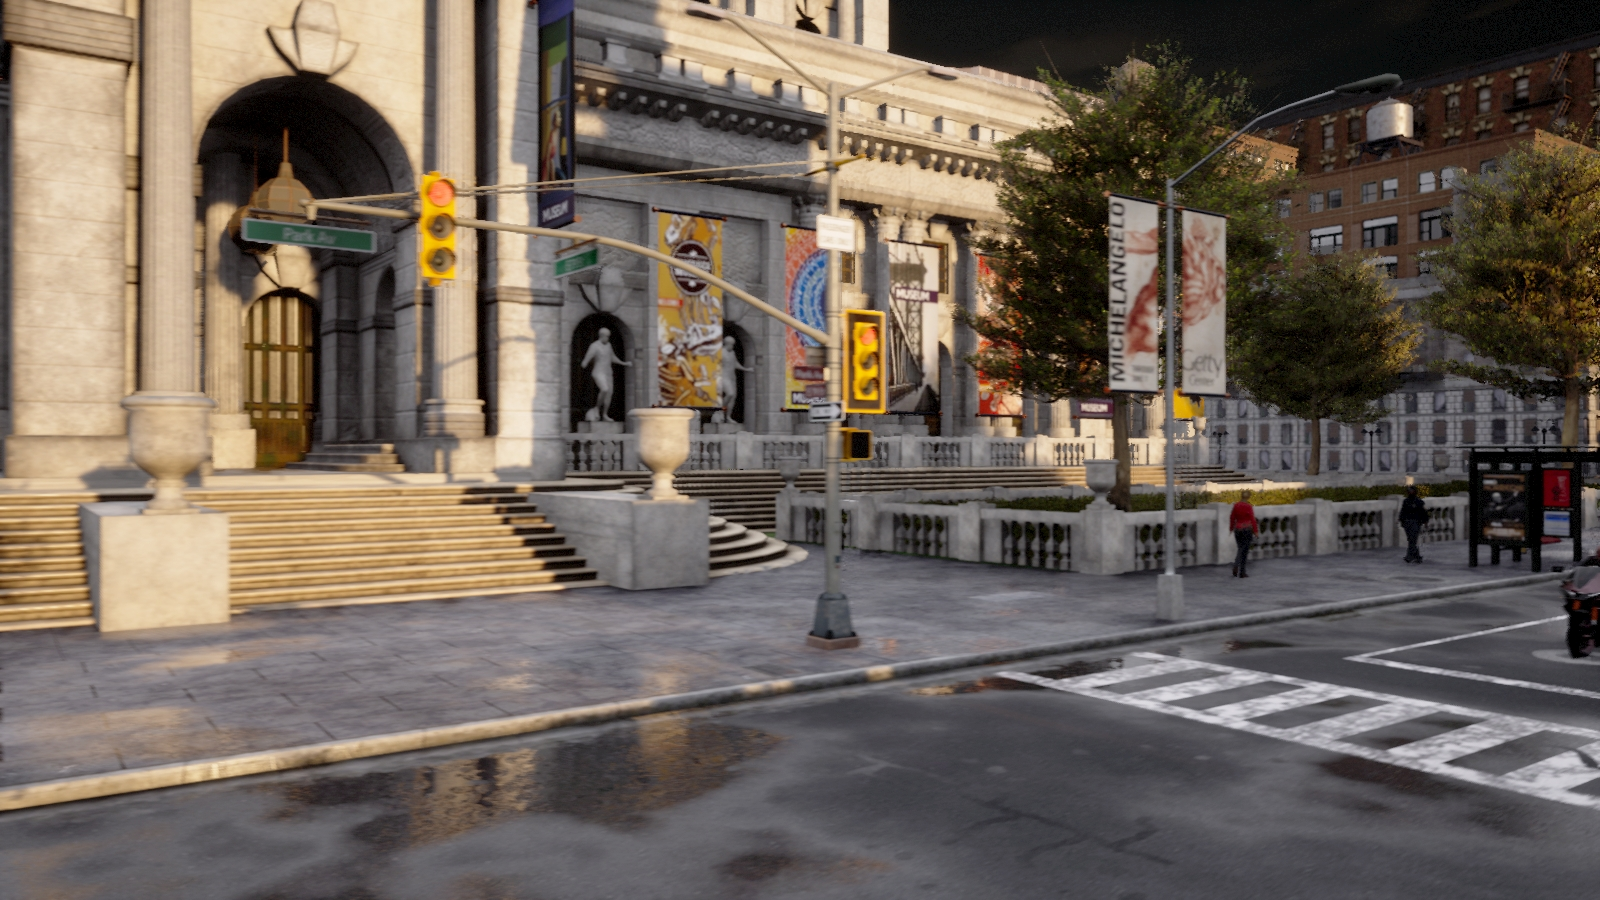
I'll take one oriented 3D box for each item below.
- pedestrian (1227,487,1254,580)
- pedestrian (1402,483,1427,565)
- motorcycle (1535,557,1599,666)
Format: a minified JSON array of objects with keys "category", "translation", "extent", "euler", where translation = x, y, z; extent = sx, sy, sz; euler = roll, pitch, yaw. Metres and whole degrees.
[{"category":"pedestrian","translation":[9.033,1.699,23.429],"extent":[0.375,1.860,0.375],"euler":[0,0,-41]},{"category":"pedestrian","translation":[14.150,1.700,26.313],"extent":[0.375,1.860,0.375],"euler":[0,0,-34]},{"category":"motorcycle","translation":[11.199,2.207,15.896],"extent":[2.209,1.251,0.867],"euler":[0,0,-35]}]
